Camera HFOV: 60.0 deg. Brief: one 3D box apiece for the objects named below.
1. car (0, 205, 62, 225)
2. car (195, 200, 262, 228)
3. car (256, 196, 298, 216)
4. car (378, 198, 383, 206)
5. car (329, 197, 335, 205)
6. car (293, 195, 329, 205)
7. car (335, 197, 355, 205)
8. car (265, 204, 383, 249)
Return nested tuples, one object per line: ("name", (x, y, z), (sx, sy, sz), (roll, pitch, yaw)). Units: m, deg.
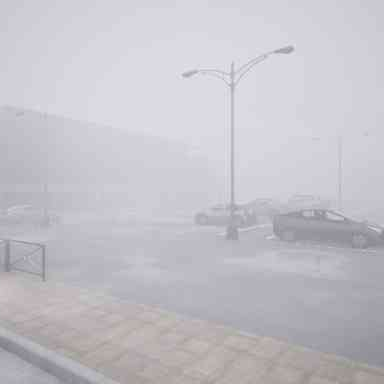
("car", (-12.374, 1.702, 25.725), (1.812, 1.442, 4.674), (0, 0, 35))
("car", (2.129, 1.424, 21.392), (3.806, 1.475, 1.970), (0, 0, 35))
("car", (5.542, 1.345, 26.836), (5.027, 1.636, 2.152), (0, 0, 35))
("car", (29.339, 1.576, 48.393), (3.806, 1.475, 1.970), (0, 0, 35))
("car", (14.202, 1.289, 39.938), (4.605, 1.855, 1.932), (0, 0, 35))
("car", (12.875, 1.269, 37.321), (3.866, 1.878, 1.905), (0, 0, 35))
("car", (24.966, 1.565, 55.089), (3.633, 1.501, 1.845), (0, 0, 35))
("car", (5.807, 1.490, 14.351), (4.514, 1.523, 2.007), (0, 0, 35))
